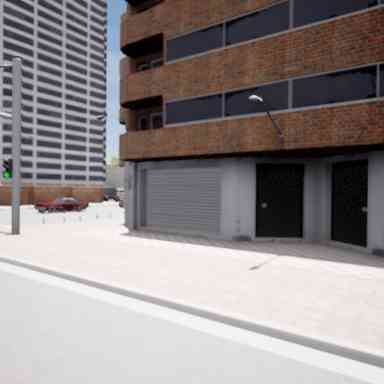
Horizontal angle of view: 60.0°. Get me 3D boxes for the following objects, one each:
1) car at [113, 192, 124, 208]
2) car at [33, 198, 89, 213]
[{"bbox_3d":[-6.414,1.091,39.052,1.882,1.535,5.008,1,1,35],"label":"car"},{"bbox_3d":[-12.129,1.216,30.949,1.895,1.301,4.718,1,1,35],"label":"car"}]
